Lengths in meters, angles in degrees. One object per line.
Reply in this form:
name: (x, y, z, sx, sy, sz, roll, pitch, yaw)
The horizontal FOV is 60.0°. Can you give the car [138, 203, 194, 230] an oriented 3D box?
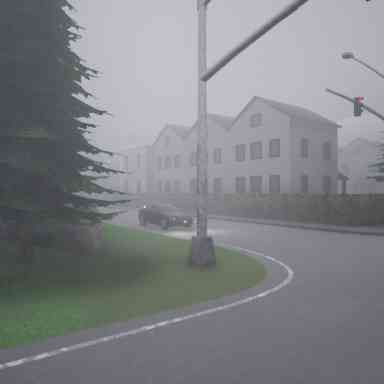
car: (-1.790, 1.490, 21.410, 1.837, 1.490, 4.892, 0, 0, -35)
